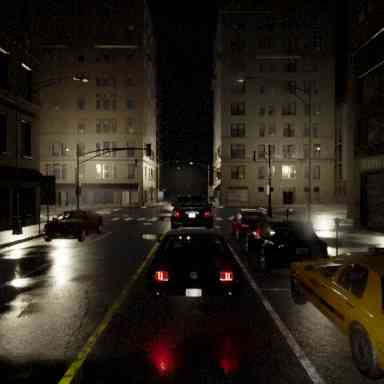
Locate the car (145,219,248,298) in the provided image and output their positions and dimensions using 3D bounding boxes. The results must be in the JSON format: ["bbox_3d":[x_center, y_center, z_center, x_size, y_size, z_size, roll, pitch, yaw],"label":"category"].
[{"bbox_3d":[0.047,1.598,8.456,1.895,1.301,4.718,0,0,0],"label":"car"}]

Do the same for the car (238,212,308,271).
[{"bbox_3d":[2.868,1.562,10.701,1.947,1.339,4.313,-1,0,0],"label":"car"}]

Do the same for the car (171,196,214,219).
[{"bbox_3d":[0.004,1.214,18.455,2.150,2.045,5.566,0,0,0],"label":"car"}]

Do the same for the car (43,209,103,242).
[{"bbox_3d":[-5.674,1.538,16.290,1.887,1.381,4.507,-1,0,0],"label":"car"}]

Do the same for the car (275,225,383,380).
[{"bbox_3d":[2.864,1.523,5.285,1.752,1.417,4.829,-1,0,0],"label":"car"}]

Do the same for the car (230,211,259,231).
[{"bbox_3d":[2.872,1.575,16.287,1.802,1.307,4.206,-1,0,0],"label":"car"}]
